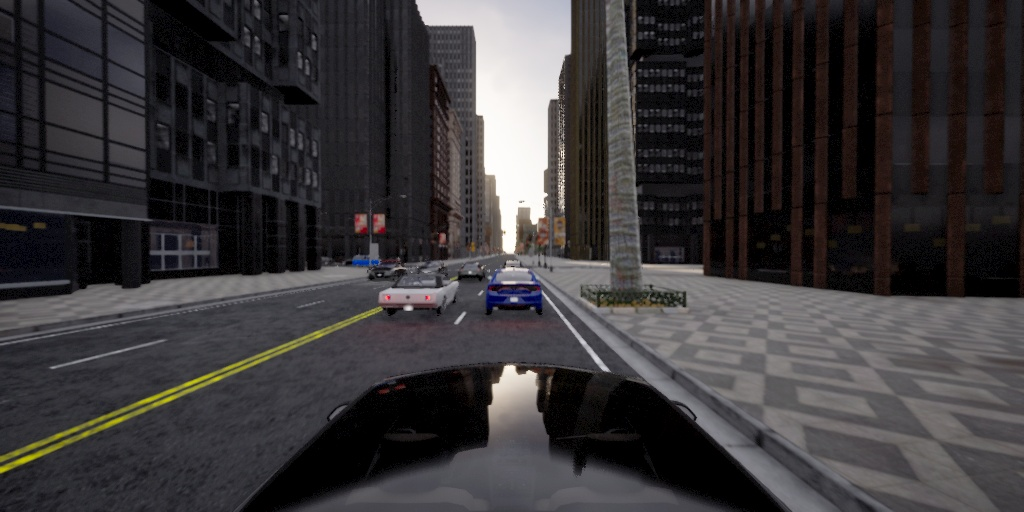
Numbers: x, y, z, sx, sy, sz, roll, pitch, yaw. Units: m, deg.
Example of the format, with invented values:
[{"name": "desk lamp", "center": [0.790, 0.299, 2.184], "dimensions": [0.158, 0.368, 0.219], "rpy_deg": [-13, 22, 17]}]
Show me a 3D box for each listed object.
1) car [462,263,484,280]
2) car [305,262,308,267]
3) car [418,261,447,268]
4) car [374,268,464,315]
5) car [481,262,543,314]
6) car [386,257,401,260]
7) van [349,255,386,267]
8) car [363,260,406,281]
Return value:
[{"name": "car", "center": [-3.173, 1.214, 29.177], "dimensions": [1.994, 1.385, 4.181], "rpy_deg": [0, 0, 0]}, {"name": "car", "center": [-31.776, 0.889, 51.522], "dimensions": [4.829, 1.417, 1.751], "rpy_deg": [0, 0, 0]}, {"name": "car", "center": [-6.596, 1.140, 30.043], "dimensions": [2.128, 1.511, 4.902], "rpy_deg": [0, 0, 0]}, {"name": "car", "center": [-3.170, 1.306, 13.242], "dimensions": [1.895, 1.301, 4.718], "rpy_deg": [0, 0, 0]}, {"name": "car", "center": [0.075, 1.182, 13.552], "dimensions": [1.882, 1.535, 5.008], "rpy_deg": [0, 0, 0]}, {"name": "car", "center": [-20.673, 0.813, 60.014], "dimensions": [4.097, 1.591, 1.967], "rpy_deg": [0, 0, 0]}, {"name": "van", "center": [-20.698, 0.806, 51.489], "dimensions": [3.998, 1.789, 1.690], "rpy_deg": [0, 0, 0]}, {"name": "car", "center": [-9.848, 1.216, 28.660], "dimensions": [1.994, 1.385, 4.181], "rpy_deg": [0, 0, 0]}]
